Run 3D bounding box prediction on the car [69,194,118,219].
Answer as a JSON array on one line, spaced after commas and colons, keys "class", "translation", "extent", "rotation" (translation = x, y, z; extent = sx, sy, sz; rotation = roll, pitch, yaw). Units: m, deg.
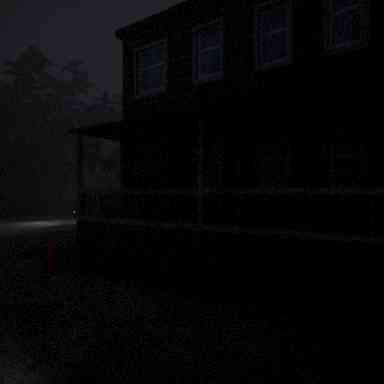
[{"class": "car", "translation": [-7.697, 1.219, 28.480], "extent": [2.150, 2.045, 5.566], "rotation": [0, 0, 35]}]
